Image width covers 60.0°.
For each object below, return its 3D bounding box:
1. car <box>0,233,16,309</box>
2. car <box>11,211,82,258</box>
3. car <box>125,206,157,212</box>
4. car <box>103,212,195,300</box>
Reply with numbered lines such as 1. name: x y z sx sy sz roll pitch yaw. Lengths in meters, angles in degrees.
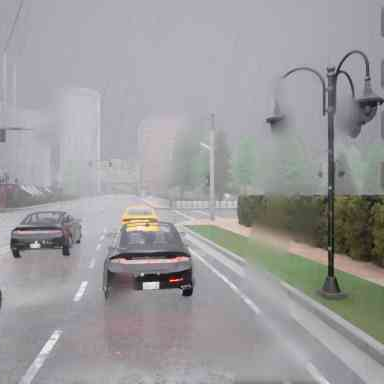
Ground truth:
1. car: -3.972 1.526 3.761 1.812 1.442 4.674 0 0 -6
2. car: -5.450 1.491 12.904 2.128 1.511 4.902 0 0 -12
3. car: -2.817 1.478 17.794 1.882 1.535 5.008 0 0 -10
4. car: -1.125 1.492 8.451 2.128 1.511 4.902 0 0 -9
